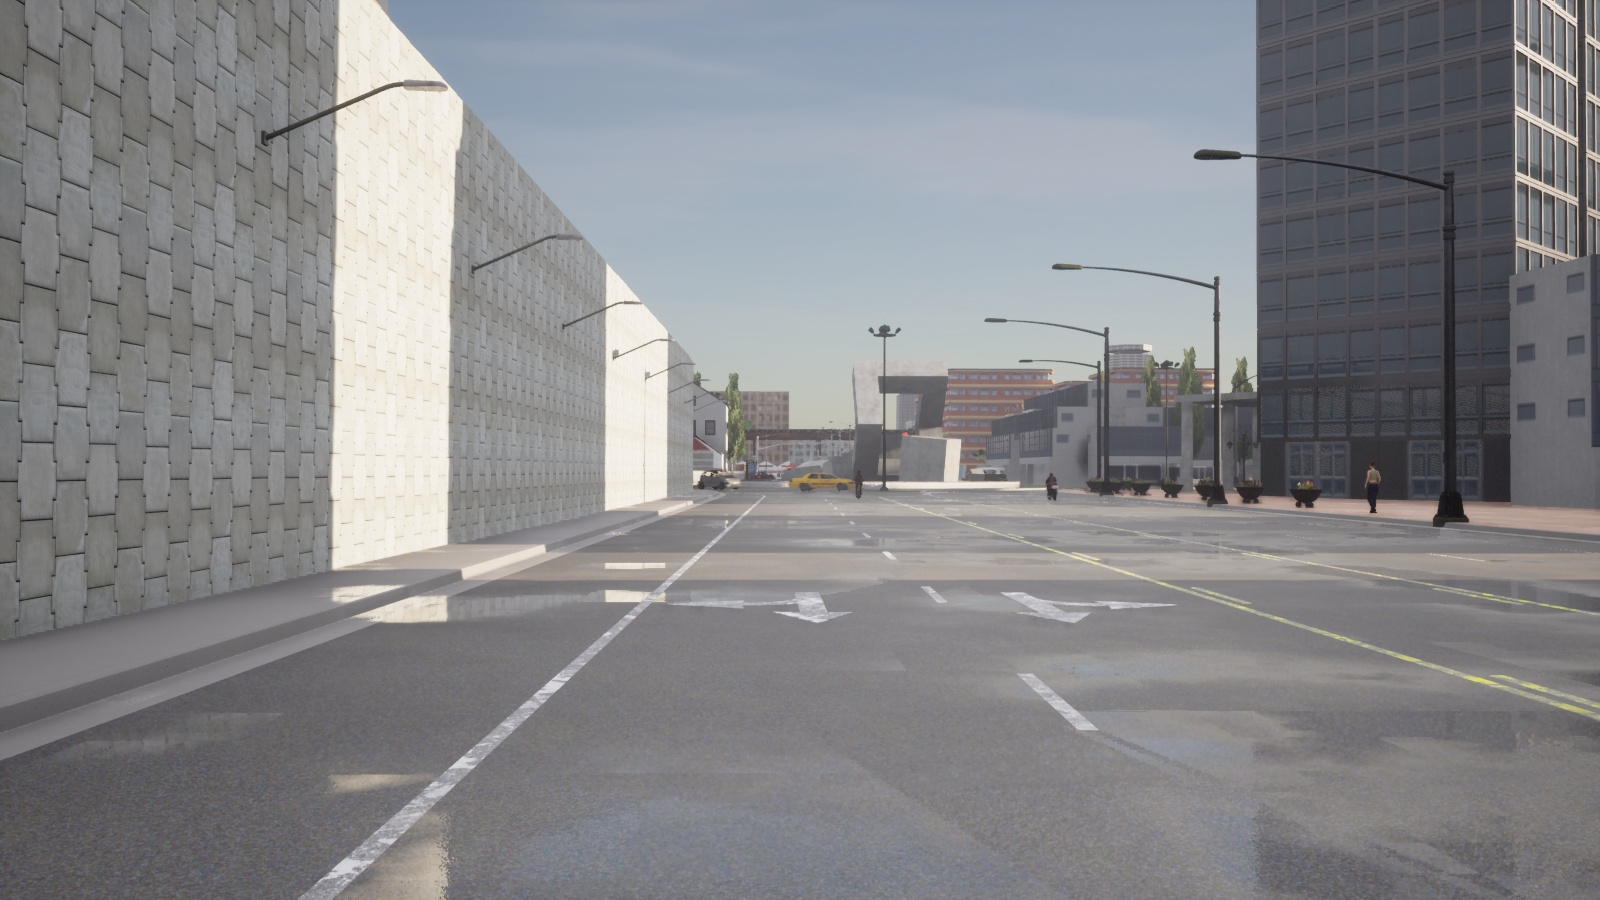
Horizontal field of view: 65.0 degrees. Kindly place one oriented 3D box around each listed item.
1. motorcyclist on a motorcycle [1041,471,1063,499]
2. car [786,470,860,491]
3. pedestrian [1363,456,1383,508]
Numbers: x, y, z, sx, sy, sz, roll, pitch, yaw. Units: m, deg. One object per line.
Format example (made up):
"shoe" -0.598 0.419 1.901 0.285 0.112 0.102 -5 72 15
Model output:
"motorcyclist on a motorcycle" 13.665 1.884 68.180 0.797 1.523 2.044 0 -1 0
"car" 1.731 2.353 95.888 5.366 1.575 1.801 0 -1 15
"pedestrian" 20.165 1.129 44.198 0.345 1.836 0.594 0 -1 -5
